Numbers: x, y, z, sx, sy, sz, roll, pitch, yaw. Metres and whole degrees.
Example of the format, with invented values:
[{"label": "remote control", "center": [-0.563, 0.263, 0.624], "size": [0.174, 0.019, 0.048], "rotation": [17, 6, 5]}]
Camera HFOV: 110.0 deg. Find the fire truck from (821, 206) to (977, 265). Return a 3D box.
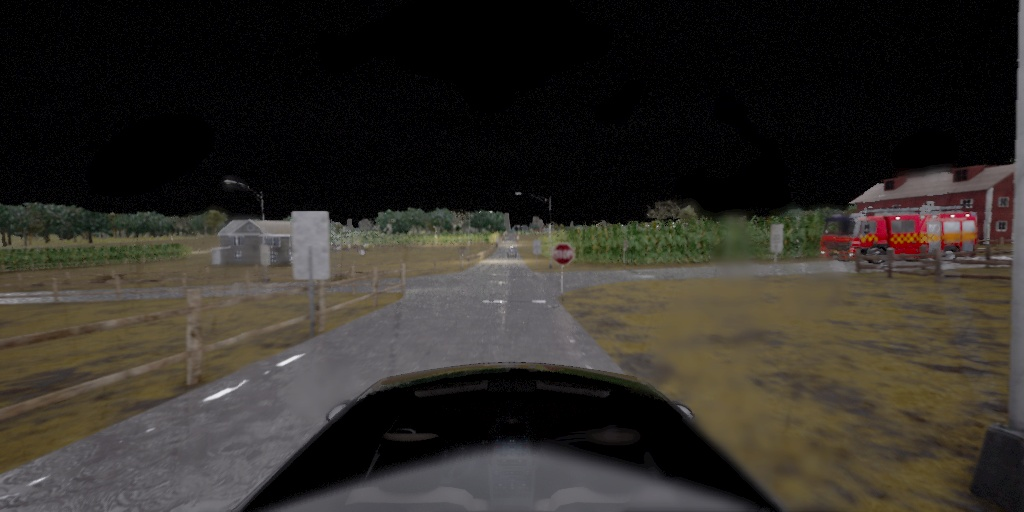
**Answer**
[{"label": "fire truck", "center": [27.622, -1.459, 25.867], "size": [8.468, 3.827, 2.891], "rotation": [-2, 3, 0]}]
